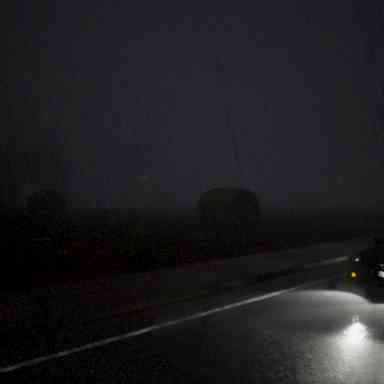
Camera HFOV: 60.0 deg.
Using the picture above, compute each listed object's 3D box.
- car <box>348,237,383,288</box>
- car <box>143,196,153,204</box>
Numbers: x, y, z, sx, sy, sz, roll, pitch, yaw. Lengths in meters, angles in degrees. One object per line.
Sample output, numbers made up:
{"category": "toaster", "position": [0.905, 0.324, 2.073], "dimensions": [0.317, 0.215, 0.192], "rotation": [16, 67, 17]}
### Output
{"category": "car", "position": [5.833, 1.659, 8.546], "dimensions": [4.181, 1.385, 1.994], "rotation": [1, -1, -38]}
{"category": "car", "position": [-9.830, 1.891, 75.557], "dimensions": [1.905, 1.878, 3.866], "rotation": [6, 2, 6]}
